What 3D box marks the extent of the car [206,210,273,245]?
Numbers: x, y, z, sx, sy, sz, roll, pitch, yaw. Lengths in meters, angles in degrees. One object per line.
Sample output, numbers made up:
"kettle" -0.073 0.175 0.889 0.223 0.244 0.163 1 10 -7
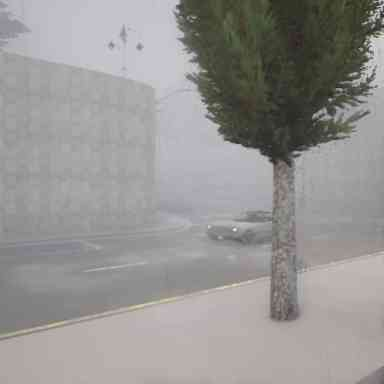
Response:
"car" 2.834 1.579 15.618 4.718 1.301 1.895 -2 1 -43
